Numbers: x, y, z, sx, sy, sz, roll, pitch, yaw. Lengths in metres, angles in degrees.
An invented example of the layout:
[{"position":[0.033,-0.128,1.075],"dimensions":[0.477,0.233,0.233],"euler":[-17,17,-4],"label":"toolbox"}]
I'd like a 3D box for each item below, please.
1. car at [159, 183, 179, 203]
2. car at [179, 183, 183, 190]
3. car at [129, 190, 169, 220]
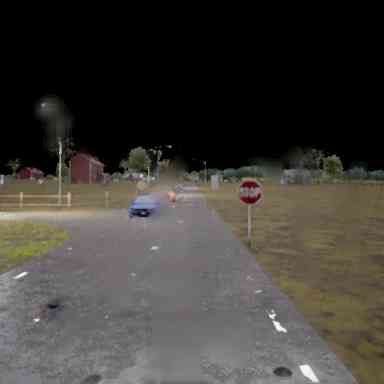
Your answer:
[{"position":[-2.831,0.173,36.242],"dimensions":[2.097,1.767,4.553],"euler":[0,2,0],"label":"car"},{"position":[-2.982,-1.148,74.922],"dimensions":[1.837,1.490,4.892],"euler":[0,2,0],"label":"car"},{"position":[-2.788,0.890,21.479],"dimensions":[1.882,1.535,5.008],"euler":[0,1,0],"label":"car"}]
